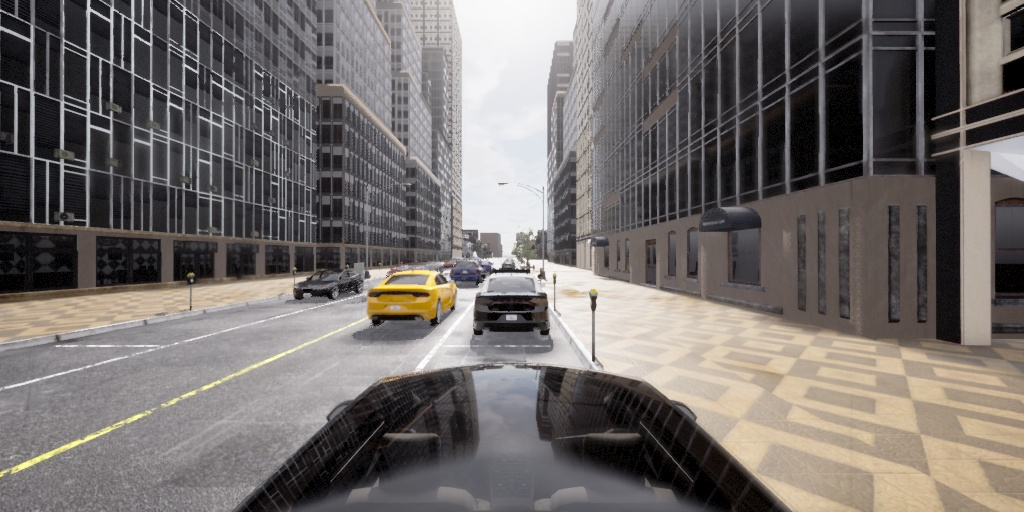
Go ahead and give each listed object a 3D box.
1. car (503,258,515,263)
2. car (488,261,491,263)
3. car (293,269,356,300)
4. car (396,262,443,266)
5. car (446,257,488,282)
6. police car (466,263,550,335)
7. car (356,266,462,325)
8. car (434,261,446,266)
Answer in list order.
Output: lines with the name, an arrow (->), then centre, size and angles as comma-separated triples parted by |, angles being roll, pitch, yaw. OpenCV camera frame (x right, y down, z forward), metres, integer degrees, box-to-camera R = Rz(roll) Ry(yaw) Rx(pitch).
car -> -0.455, 1.298, 46.099 | 1.948, 1.339, 4.313 | 0, 0, 0
car -> -3.048, 1.262, 40.236 | 1.812, 1.442, 4.674 | 0, 0, 0
car -> -8.836, 1.313, 17.650 | 1.948, 1.339, 4.313 | 0, 0, 0
car -> -6.246, 1.293, 23.464 | 2.033, 1.411, 5.357 | 0, 0, 0
car -> -3.145, 1.096, 26.095 | 2.097, 1.767, 4.553 | 0, 0, 0
police car -> -0.012, 1.174, 10.609 | 1.930, 1.638, 5.238 | 0, 0, 0
car -> -3.045, 1.227, 11.829 | 1.882, 1.535, 5.008 | 0, -1, 0
car -> -8.836, 1.286, 40.419 | 2.007, 1.370, 4.403 | 0, 0, 0
